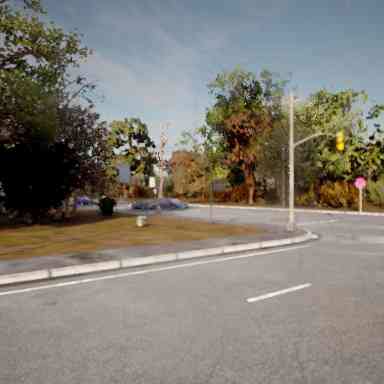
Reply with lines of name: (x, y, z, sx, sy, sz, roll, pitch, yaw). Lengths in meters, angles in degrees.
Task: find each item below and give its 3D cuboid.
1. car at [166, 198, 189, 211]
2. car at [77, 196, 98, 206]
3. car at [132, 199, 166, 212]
car: (-2.336, 1.486, 40.568, 1.812, 1.442, 4.674, 0, 0, -39)
car: (-17.632, 1.462, 54.249, 1.882, 1.535, 5.008, 0, 0, -39)
car: (-5.317, 1.531, 38.692, 1.994, 1.385, 4.181, 0, 0, -39)
